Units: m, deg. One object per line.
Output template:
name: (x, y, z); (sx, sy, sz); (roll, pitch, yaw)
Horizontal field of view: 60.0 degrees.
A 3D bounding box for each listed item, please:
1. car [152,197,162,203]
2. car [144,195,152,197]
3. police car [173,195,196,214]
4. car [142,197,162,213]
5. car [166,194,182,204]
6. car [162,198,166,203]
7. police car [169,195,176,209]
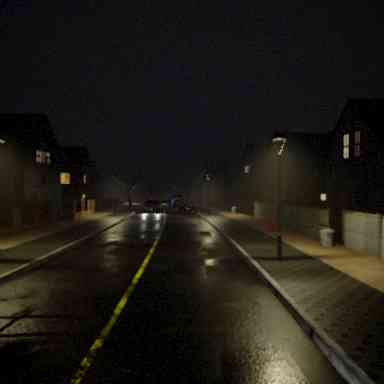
car: (-8.774, 1.984, 83.778); (1.994, 1.385, 4.181); (0, -1, -12)
car: (-10.540, 1.444, 78.730); (2.097, 1.767, 4.553); (0, -1, -12)
police car: (-0.694, 1.493, 35.938); (1.930, 1.638, 5.238); (0, 0, -5)
car: (-4.592, 1.619, 37.881); (1.812, 1.442, 4.674); (0, 0, -5)
car: (-2.436, 1.402, 51.868); (2.150, 2.045, 5.566); (0, 0, -7)
car: (-6.026, 1.832, 69.780); (1.895, 1.301, 4.718); (0, -1, -11)
police car: (-1.710, 1.557, 45.952); (1.930, 1.638, 5.238); (0, 0, -7)
